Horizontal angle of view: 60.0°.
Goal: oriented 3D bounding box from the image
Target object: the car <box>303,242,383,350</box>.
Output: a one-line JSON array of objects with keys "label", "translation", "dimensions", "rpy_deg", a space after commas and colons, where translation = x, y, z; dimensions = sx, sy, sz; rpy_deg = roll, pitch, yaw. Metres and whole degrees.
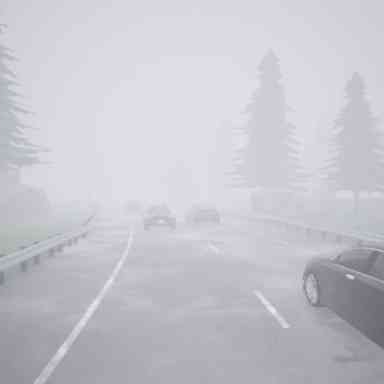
[{"label": "car", "translation": [3.326, 1.523, 5.147], "dimensions": [1.837, 1.490, 4.892], "rpy_deg": [0, 0, -2]}]

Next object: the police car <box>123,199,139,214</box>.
[{"label": "police car", "translation": [-7.309, 1.697, 40.532], "dimensions": [1.930, 1.638, 5.238], "rpy_deg": [0, 0, -18]}]

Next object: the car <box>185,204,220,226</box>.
[{"label": "car", "translation": [0.703, 1.638, 25.005], "dimensions": [2.128, 1.511, 4.902], "rpy_deg": [0, 0, -12]}]

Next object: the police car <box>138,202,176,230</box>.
[{"label": "police car", "translation": [-2.339, 1.649, 22.458], "dimensions": [2.038, 1.542, 4.974], "rpy_deg": [0, 0, -11]}]
